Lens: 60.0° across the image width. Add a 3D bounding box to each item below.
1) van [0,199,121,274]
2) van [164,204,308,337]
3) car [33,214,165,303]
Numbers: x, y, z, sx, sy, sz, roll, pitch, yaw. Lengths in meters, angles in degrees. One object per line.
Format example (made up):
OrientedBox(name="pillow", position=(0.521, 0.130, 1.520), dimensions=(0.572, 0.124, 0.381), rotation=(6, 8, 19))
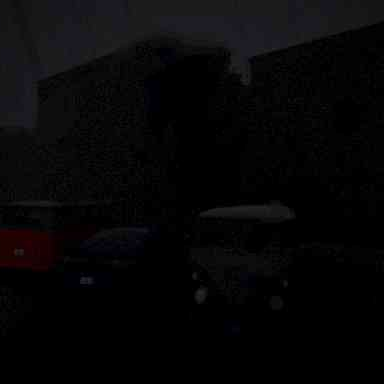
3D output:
OrientedBox(name="van", position=(-3.573, 1.221, 10.127), dimensions=(1.878, 1.987, 4.442), rotation=(0, -1, 15))
OrientedBox(name="van", position=(1.154, 1.244, 6.498), dimensions=(1.878, 1.987, 4.442), rotation=(1, 0, 15))
OrientedBox(name="car", position=(-1.217, 1.457, 8.305), dimensions=(2.097, 1.535, 5.008), rotation=(0, -1, 15))
